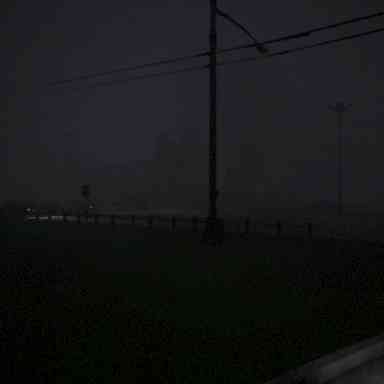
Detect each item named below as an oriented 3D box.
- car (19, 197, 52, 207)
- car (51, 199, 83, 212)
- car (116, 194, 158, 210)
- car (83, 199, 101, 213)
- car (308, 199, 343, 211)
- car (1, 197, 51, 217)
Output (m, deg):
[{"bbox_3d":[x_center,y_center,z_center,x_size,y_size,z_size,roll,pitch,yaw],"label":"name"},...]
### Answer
[{"bbox_3d":[-24.523,1.532,52.128,4.902,1.511,2.128,0,0,29],"label":"car"},{"bbox_3d":[-13.824,1.560,34.100,4.674,1.442,1.812,0,0,29],"label":"car"},{"bbox_3d":[-7.229,1.300,43.431,5.566,2.045,2.150,0,0,20],"label":"car"},{"bbox_3d":[-12.378,1.551,37.301,4.892,1.490,1.837,0,0,29],"label":"car"},{"bbox_3d":[17.374,1.687,43.267,4.674,1.442,1.812,0,0,-20],"label":"car"},{"bbox_3d":[-15.942,1.525,31.274,4.892,1.490,1.837,0,0,29],"label":"car"}]
